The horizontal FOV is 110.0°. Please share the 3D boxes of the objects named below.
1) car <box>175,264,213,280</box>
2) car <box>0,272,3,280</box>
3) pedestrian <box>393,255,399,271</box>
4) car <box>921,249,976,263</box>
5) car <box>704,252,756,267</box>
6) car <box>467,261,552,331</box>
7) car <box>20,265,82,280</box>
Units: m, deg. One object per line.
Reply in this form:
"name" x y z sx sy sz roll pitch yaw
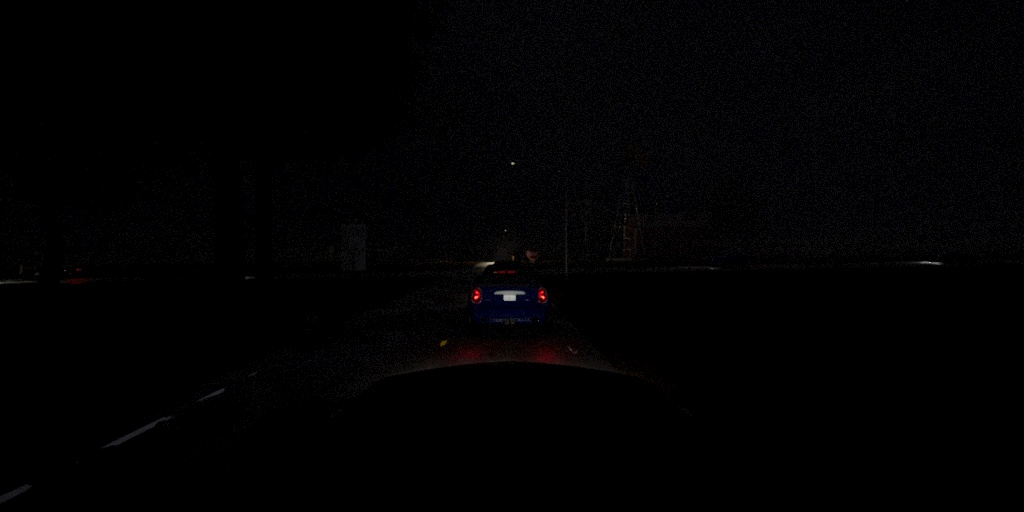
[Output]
"car" -28.564 1.454 33.983 5.357 1.411 2.033 -1 2 -1
"car" -51.126 1.781 33.659 4.902 1.511 2.128 -1 2 -1
"pedestrian" -13.052 0.778 40.231 0.375 1.860 0.375 0 3 -1
"car" 46.420 -0.050 38.201 4.181 1.385 1.994 -1 2 -1
"car" 22.912 0.338 37.858 5.008 1.535 1.882 -1 2 -1
"car" -0.103 0.992 10.654 2.097 1.767 4.553 0 1 -1
"car" -46.897 1.643 36.530 4.892 1.490 1.837 -1 2 1
